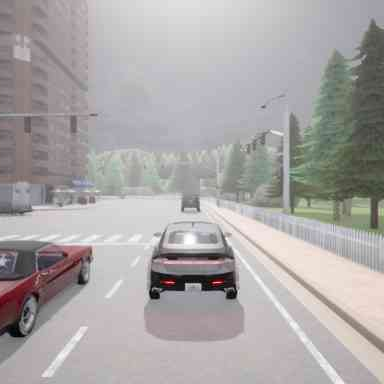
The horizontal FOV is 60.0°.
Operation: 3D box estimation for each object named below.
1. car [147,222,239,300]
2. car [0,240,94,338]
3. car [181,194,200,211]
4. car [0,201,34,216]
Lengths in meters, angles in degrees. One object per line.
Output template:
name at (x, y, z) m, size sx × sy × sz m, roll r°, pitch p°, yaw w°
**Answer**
car at (0.021, 1.491, 8.398) m, size 2.128 × 1.511 × 4.902 m, roll 0°, pitch 0°, yaw 0°
car at (-3.452, 1.601, 6.548) m, size 1.895 × 1.301 × 4.718 m, roll 0°, pitch 0°, yaw 0°
car at (-0.168, 1.224, 40.232) m, size 2.150 × 2.045 × 5.566 m, roll 0°, pitch 0°, yaw 0°
car at (-18.549, 1.601, 32.749) m, size 5.357 × 1.411 × 2.033 m, roll 0°, pitch 0°, yaw 3°
